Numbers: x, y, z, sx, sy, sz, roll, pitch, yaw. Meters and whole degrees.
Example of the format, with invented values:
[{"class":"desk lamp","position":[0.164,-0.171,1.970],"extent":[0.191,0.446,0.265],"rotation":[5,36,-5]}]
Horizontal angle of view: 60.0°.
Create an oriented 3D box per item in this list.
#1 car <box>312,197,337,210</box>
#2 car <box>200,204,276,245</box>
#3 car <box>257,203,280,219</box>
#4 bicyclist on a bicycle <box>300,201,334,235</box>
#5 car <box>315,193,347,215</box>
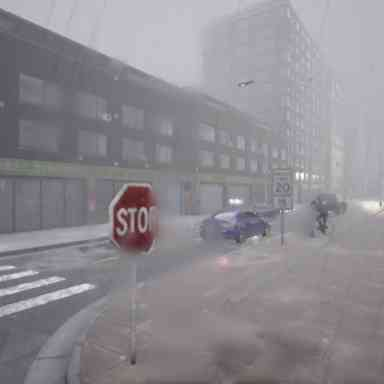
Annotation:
[{"class":"car","position":[17.417,1.402,43.627],"extent":[2.128,1.511,4.902],"rotation":[0,0,34]},{"class":"car","position":[2.097,1.491,15.564],"extent":[1.812,1.442,4.674],"rotation":[0,0,34]},{"class":"car","position":[4.992,1.541,25.206],"extent":[1.895,1.301,4.718],"rotation":[0,0,34]},{"class":"bicyclist on a bicycle","position":[6.116,1.272,16.345],"extent":[1.656,1.620,0.582],"rotation":[0,0,34]},{"class":"car","position":[13.944,1.154,33.295],"extent":[2.150,2.045,5.566],"rotation":[0,0,34]}]
